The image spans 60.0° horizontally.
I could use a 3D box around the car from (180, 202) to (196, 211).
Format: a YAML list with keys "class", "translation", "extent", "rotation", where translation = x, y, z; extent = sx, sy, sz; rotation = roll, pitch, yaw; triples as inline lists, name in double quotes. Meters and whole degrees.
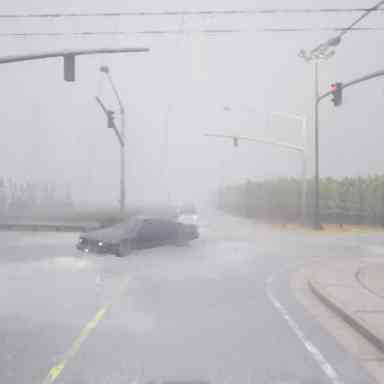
- class: "car"
  translation: [-0.490, 1.996, 39.706]
  extent: [1.812, 1.442, 4.674]
  rotation: [0, 1, -3]

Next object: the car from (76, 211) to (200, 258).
- class: "car"
  translation: [-1.956, 1.726, 13.875]
  extent: [2.033, 1.411, 5.357]
  rotation: [0, -1, 43]
